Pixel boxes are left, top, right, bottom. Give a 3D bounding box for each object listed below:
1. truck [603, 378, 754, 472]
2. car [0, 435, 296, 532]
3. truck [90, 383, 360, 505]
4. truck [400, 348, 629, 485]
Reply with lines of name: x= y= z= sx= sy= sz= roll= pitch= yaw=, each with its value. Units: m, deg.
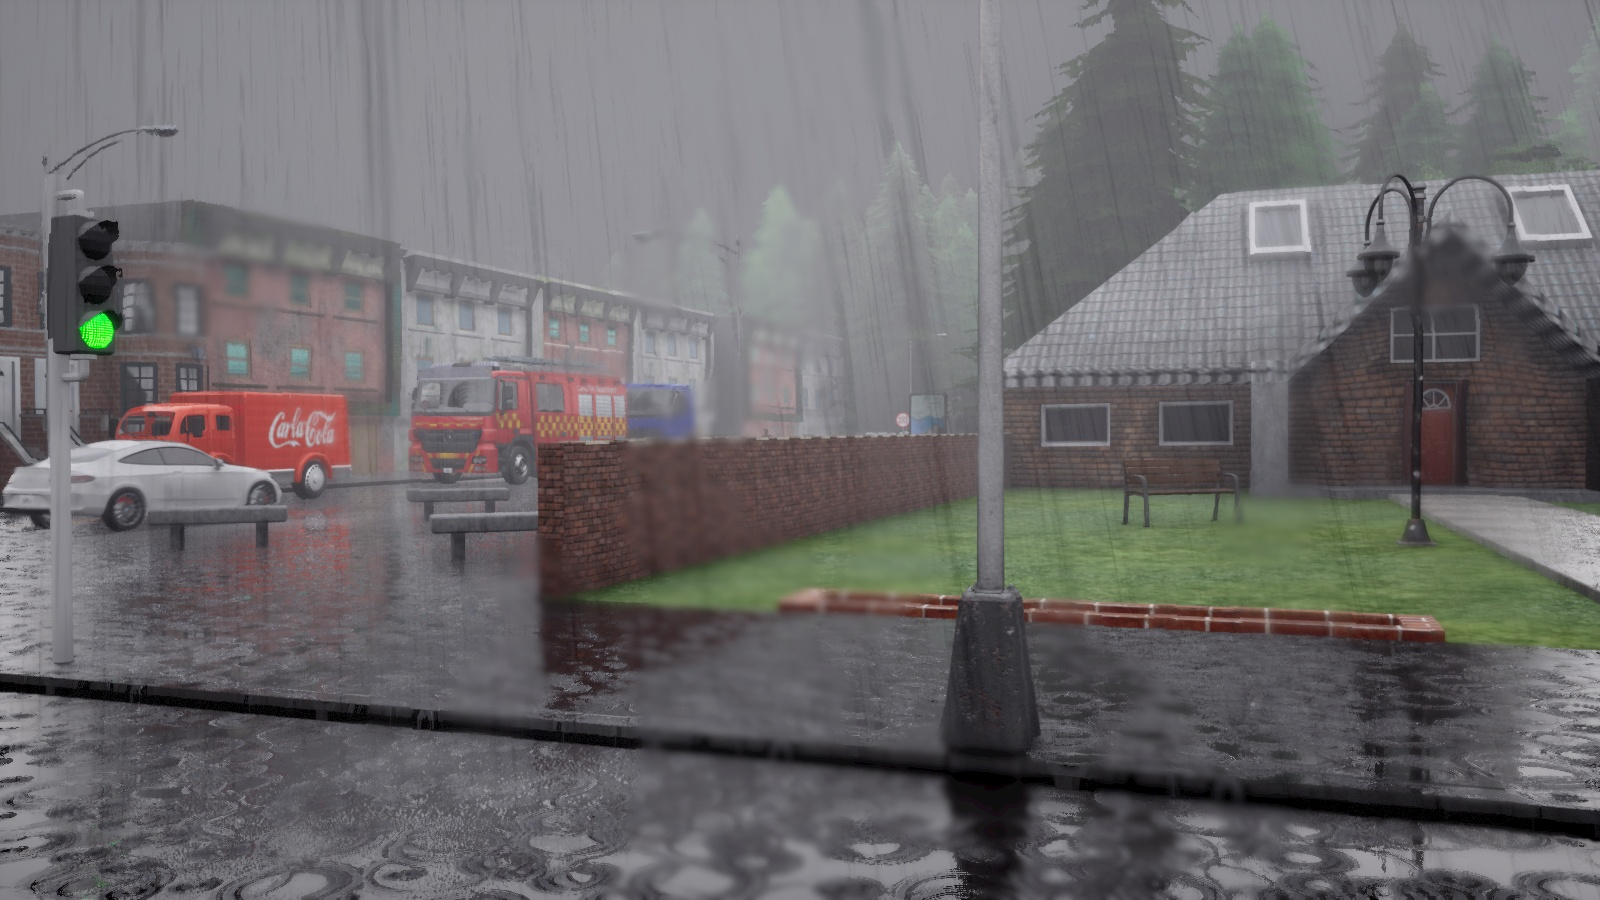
truck: x=-4.694 y=-0.980 z=50.418 sx=2.891 sy=3.462 sz=7.936 roll=1 pitch=1 yaw=20
car: x=-11.000 y=0.469 z=21.386 sx=1.812 sy=1.442 sz=4.674 roll=1 pitch=1 yaw=20
truck: x=-12.732 y=-0.161 z=28.262 sx=2.627 sy=2.467 sz=5.204 roll=1 pitch=1 yaw=20
truck: x=-8.667 y=-1.003 z=39.476 sx=2.891 sy=3.827 sz=8.468 roll=1 pitch=1 yaw=20
